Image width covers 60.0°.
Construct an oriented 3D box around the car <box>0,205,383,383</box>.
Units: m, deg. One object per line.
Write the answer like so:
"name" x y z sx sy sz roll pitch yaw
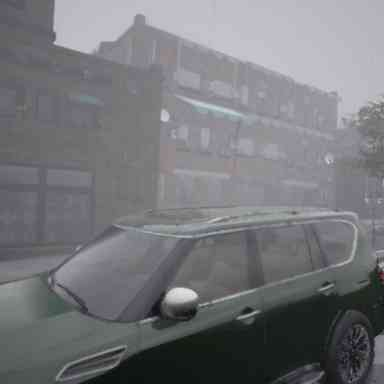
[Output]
"car" -0.050 1.219 3.649 5.566 2.045 2.150 0 0 -35
